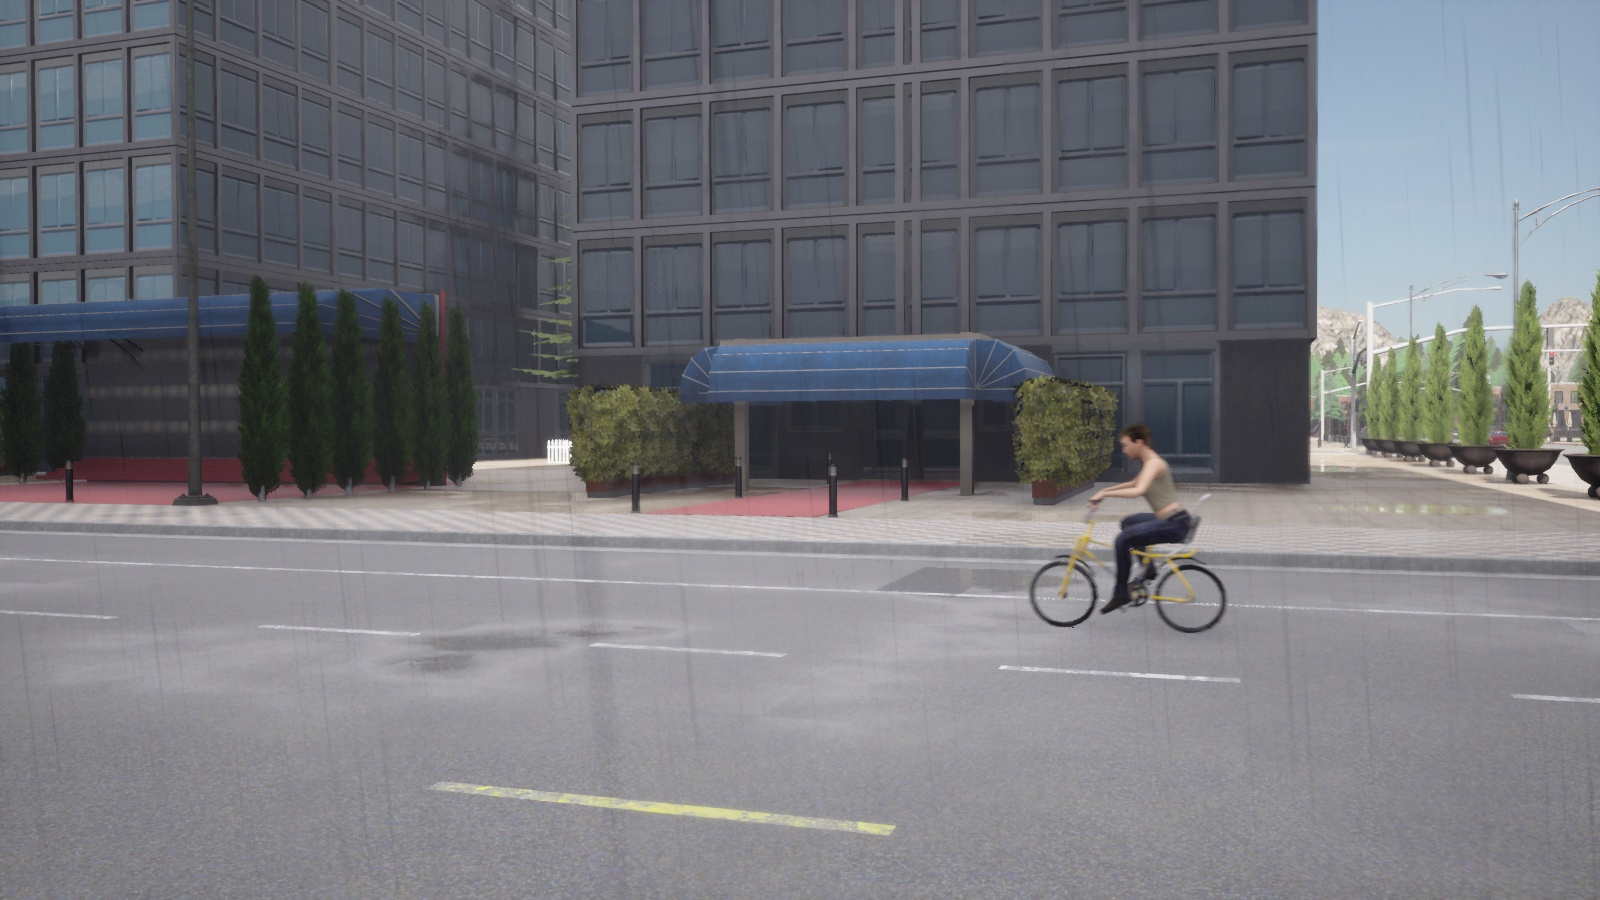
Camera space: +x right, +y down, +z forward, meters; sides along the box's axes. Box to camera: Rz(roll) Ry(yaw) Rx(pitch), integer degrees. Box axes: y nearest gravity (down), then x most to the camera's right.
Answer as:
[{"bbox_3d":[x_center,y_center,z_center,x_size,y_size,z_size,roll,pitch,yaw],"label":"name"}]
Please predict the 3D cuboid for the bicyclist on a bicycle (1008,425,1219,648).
[{"bbox_3d":[2.444,0.616,9.740,1.509,1.612,0.866,1,1,19],"label":"bicyclist on a bicycle"}]
